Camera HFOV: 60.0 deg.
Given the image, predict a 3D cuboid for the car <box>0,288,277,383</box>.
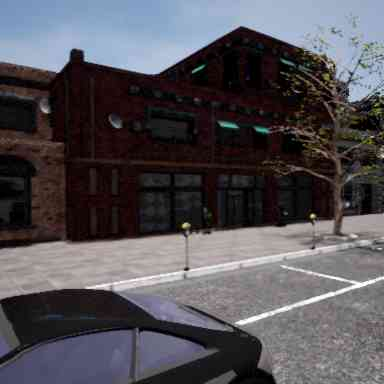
[{"bbox_3d":[-1.269,1.565,2.470,4.181,1.385,1.994,0,0,-36],"label":"car"}]
